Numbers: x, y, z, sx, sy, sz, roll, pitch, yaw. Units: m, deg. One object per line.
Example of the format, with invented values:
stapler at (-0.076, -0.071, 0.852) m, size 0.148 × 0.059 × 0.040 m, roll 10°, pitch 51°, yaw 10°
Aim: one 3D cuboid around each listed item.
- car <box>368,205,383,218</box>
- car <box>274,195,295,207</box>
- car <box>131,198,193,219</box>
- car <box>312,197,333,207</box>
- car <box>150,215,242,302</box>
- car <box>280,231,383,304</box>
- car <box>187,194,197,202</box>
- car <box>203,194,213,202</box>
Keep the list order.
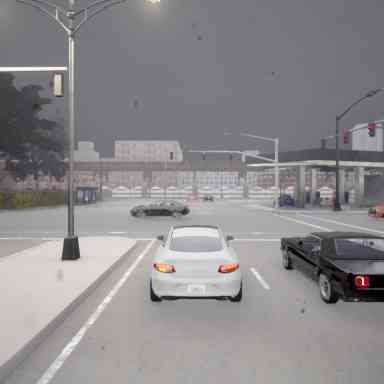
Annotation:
car at (17.122, 1.353, 27.540) m, size 4.553 × 1.767 × 2.097 m, roll 0°, pitch 0°, yaw -1°
car at (13.222, 1.262, 47.651) m, size 2.242 × 1.667 × 4.611 m, roll 0°, pitch 0°, yaw 0°
car at (-2.579, 1.451, 27.504) m, size 4.902 × 1.511 × 2.128 m, roll 0°, pitch 0°, yaw 1°
car at (18.967, 1.435, 48.413) m, size 1.970 × 1.475 × 3.806 m, roll 0°, pitch 0°, yaw 0°
car at (0.084, 1.517, 8.112) m, size 1.812 × 1.442 × 4.674 m, roll 0°, pitch 0°, yaw 0°
car at (3.589, 1.599, 8.095) m, size 1.895 × 1.301 × 4.718 m, roll 0°, pitch 0°, yaw 0°
car at (0.016, 1.250, 72.299) m, size 2.097 × 1.767 × 4.553 m, roll 0°, pitch 0°, yaw 0°
car at (3.516, 1.257, 72.298) m, size 2.097 × 1.767 × 4.553 m, roll 0°, pitch 0°, yaw 0°
